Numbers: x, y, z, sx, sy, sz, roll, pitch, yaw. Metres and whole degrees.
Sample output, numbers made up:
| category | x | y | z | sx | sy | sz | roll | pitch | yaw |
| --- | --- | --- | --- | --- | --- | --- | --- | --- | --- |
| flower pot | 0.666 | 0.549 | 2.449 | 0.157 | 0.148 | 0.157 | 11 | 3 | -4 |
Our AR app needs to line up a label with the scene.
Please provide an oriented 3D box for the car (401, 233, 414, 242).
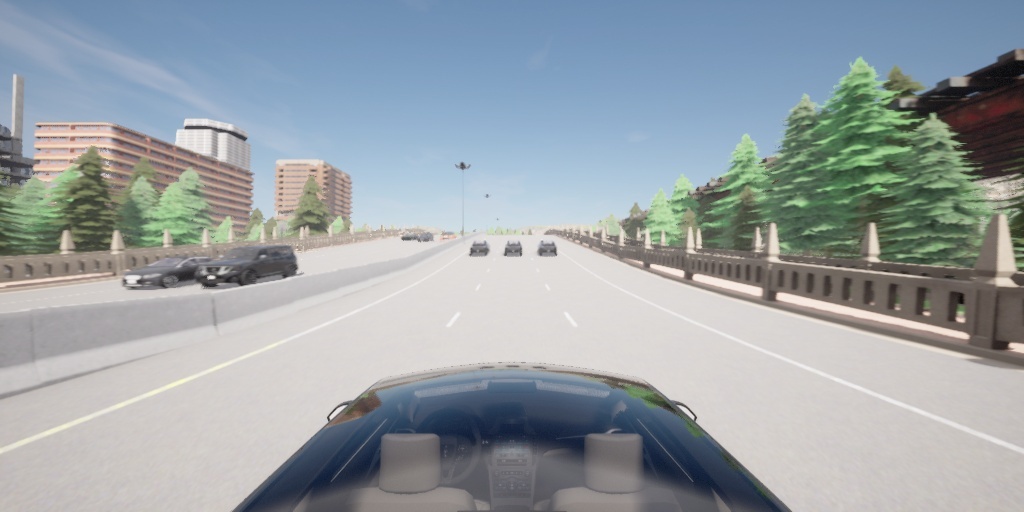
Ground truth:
| category | x | y | z | sx | sy | sz | roll | pitch | yaw |
| --- | --- | --- | --- | --- | --- | --- | --- | --- | --- |
| car | -17.255 | -3.179 | 60.563 | 1.895 | 1.301 | 4.718 | 0 | 6 | 1 |

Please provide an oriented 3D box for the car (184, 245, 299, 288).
| category | x | y | z | sx | sy | sz | roll | pitch | yaw |
| --- | --- | --- | --- | --- | --- | --- | --- | --- | --- |
| car | -14.027 | 0.466 | 19.497 | 2.150 | 2.045 | 5.566 | 0 | 4 | 1 |

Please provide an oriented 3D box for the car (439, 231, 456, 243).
| category | x | y | z | sx | sy | sz | roll | pitch | yaw |
| --- | --- | --- | --- | --- | --- | --- | --- | --- | --- |
| car | -10.296 | -3.142 | 57.695 | 2.097 | 1.767 | 4.553 | 0 | 6 | 1 |

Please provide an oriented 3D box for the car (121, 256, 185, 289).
| category | x | y | z | sx | sy | sz | roll | pitch | yaw |
| --- | --- | --- | --- | --- | --- | --- | --- | --- | --- |
| car | -17.531 | 0.769 | 18.980 | 2.128 | 1.511 | 4.902 | 0 | 4 | 1 |

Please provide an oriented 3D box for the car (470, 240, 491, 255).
| category | x | y | z | sx | sy | sz | roll | pitch | yaw |
| --- | --- | --- | --- | --- | --- | --- | --- | --- | --- |
| car | -3.316 | -0.970 | 37.722 | 2.128 | 1.511 | 4.902 | 0 | 6 | 1 |

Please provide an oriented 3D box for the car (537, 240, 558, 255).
| category | x | y | z | sx | sy | sz | roll | pitch | yaw |
| --- | --- | --- | --- | --- | --- | --- | --- | --- | --- |
| car | 3.684 | -0.971 | 37.684 | 2.128 | 1.511 | 4.902 | 0 | 6 | 1 |

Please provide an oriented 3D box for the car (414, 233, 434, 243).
| category | x | y | z | sx | sy | sz | roll | pitch | yaw |
| --- | --- | --- | --- | --- | --- | --- | --- | --- | --- |
| car | -13.797 | -2.977 | 57.597 | 1.837 | 1.490 | 4.892 | 0 | 6 | 1 |

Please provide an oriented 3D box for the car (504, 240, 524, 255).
| category | x | y | z | sx | sy | sz | roll | pitch | yaw |
| --- | --- | --- | --- | --- | --- | --- | --- | --- | --- |
| car | 0.184 | -0.971 | 37.703 | 2.128 | 1.511 | 4.902 | 0 | 6 | 1 |
